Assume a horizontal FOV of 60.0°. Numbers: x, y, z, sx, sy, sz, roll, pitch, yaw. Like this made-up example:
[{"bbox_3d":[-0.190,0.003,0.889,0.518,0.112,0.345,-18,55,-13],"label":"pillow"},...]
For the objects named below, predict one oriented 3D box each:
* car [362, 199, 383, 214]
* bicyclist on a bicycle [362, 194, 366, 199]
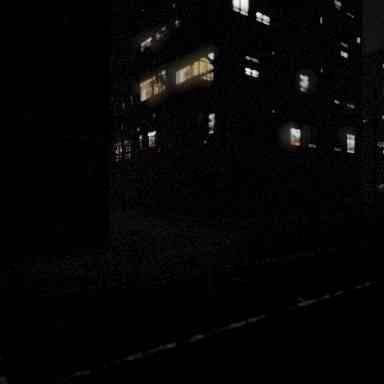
[{"bbox_3d":[17.544,1.406,32.255,2.008,1.369,4.403,1,0,-36],"label":"car"},{"bbox_3d":[22.789,1.098,44.277,1.656,1.620,0.582,0,1,-36],"label":"bicyclist on a bicycle"}]
